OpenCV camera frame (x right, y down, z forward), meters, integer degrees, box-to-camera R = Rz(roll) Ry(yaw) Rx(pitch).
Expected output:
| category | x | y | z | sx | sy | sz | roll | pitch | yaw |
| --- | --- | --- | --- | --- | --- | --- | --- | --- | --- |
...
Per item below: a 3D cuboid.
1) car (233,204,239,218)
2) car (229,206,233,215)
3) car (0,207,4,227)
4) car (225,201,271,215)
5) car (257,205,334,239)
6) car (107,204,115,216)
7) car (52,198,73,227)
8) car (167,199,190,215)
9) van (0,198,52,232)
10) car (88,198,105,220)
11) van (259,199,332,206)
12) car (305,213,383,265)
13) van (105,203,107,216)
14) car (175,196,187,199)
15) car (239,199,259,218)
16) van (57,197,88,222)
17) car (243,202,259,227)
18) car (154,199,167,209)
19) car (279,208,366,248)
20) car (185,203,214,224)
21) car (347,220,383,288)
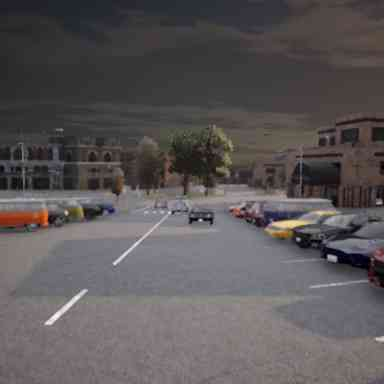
| category | x | y | z | sx | sy | sz | roll | pitch | yaw |
| --- | --- | --- | --- | --- | --- | --- | --- | --- | --- |
| car | 6.341 | 1.724 | 28.284 | 4.792 | 1.488 | 2.163 | 1 | -1 | -20 |
| car | 6.264 | 1.592 | 31.215 | 4.553 | 1.767 | 2.185 | 1 | -1 | -20 |
| car | -11.253 | 1.621 | 14.412 | 4.892 | 1.521 | 2.231 | -1 | -1 | -19 |
| car | 6.245 | 1.804 | 37.121 | 4.674 | 1.452 | 2.002 | 1 | 0 | -21 |
| car | 6.209 | 1.596 | 16.427 | 5.366 | 1.575 | 1.946 | 1 | 0 | -20 |
| car | -10.715 | 1.792 | 35.416 | 5.008 | 1.535 | 2.097 | -1 | 0 | -18 |
| car | -11.008 | 1.568 | 23.431 | 4.553 | 1.767 | 2.185 | -1 | 0 | -19 |
| car | -1.446 | 1.860 | 38.787 | 2.033 | 1.411 | 5.357 | 0 | 0 | -1 |
| van | -11.225 | 1.445 | 20.380 | 4.442 | 1.987 | 1.878 | -1 | 0 | -19 |
| car | -10.856 | 1.492 | 29.437 | 5.566 | 2.045 | 2.435 | -1 | -1 | -18 |
| van | 6.484 | 1.401 | 19.472 | 4.442 | 1.987 | 1.878 | 1 | -1 | -20 |
| car | 6.376 | 1.585 | 10.610 | 4.792 | 1.488 | 2.163 | 1 | 0 | -20 |
| van | -10.912 | 1.543 | 32.381 | 4.442 | 1.987 | 1.878 | -1 | 0 | -18 |
| car | -1.564 | 1.561 | 49.151 | 2.150 | 2.045 | 5.566 | 0 | 1 | -1 |
| car | 6.307 | 1.545 | 25.315 | 4.553 | 1.767 | 2.185 | 1 | -1 | -20 |
| van | -10.852 | 1.492 | 26.467 | 4.442 | 1.987 | 1.878 | -1 | -1 | -18 |
| car | 6.361 | 1.648 | 22.371 | 5.008 | 1.535 | 2.097 | 1 | 0 | -20 |
| car | -4.712 | 1.810 | 50.871 | 2.128 | 1.511 | 4.902 | 0 | 1 | 0 |
| car | 6.403 | 1.579 | 13.556 | 5.008 | 1.535 | 2.097 | 1 | 0 | -20 |
| car | 0.815 | 1.815 | 26.744 | 1.895 | 1.301 | 4.718 | 0 | 0 | 4 |
| car | 6.419 | 1.533 | 7.683 | 5.008 | 1.535 | 2.097 | 1 | 0 | -20 |
